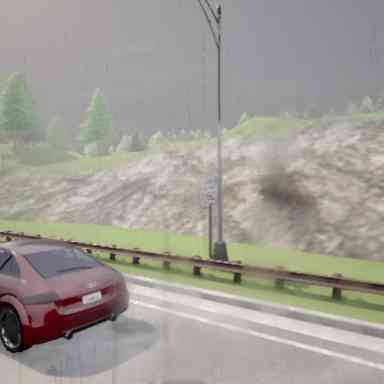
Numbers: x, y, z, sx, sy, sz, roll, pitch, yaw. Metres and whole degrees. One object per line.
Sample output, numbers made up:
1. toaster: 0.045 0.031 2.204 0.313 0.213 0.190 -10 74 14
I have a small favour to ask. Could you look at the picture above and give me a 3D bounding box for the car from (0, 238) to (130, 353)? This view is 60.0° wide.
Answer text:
1. car: -3.156 1.592 6.243 4.181 1.385 1.994 0 0 35
